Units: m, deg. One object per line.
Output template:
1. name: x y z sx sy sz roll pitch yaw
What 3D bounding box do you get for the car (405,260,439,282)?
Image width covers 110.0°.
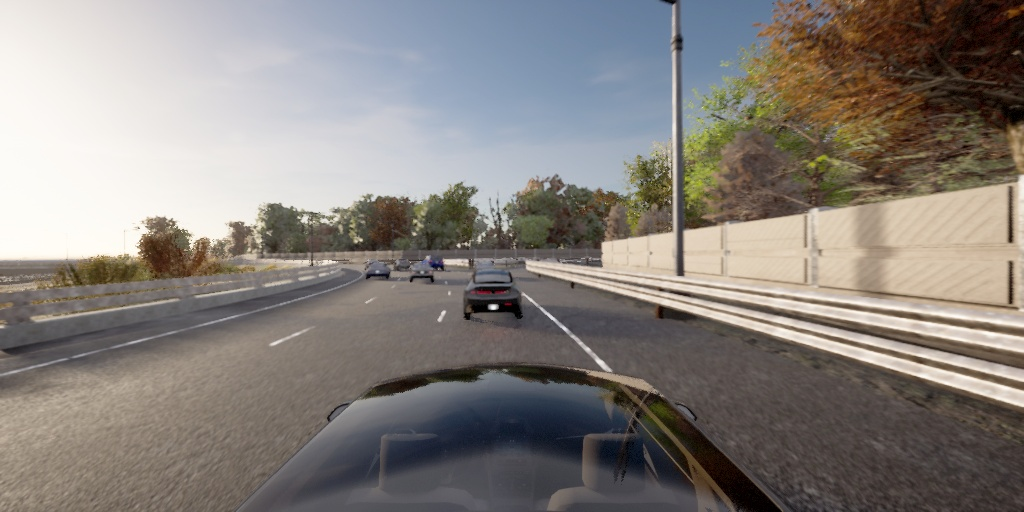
1. car: -7.322 1.277 29.038 2.033 1.411 5.357 -1 0 -15

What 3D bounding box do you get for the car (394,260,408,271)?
1. car: -15.248 1.229 49.576 2.128 1.511 4.902 -1 0 -26

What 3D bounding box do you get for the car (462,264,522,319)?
1. car: -0.721 1.225 12.813 1.837 1.490 4.892 0 0 -4

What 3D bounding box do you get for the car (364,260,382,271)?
1. car: -19.598 1.280 50.427 1.837 1.490 4.892 -1 0 -27

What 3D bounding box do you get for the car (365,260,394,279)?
1. car: -12.218 1.327 32.941 1.994 1.385 4.181 -1 0 -17

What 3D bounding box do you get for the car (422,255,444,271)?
1. car: -10.746 0.920 48.396 2.150 2.045 5.566 -1 0 -25

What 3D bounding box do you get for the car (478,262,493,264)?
1. car: -2.322 1.221 31.726 2.033 1.411 5.357 -1 0 -3
